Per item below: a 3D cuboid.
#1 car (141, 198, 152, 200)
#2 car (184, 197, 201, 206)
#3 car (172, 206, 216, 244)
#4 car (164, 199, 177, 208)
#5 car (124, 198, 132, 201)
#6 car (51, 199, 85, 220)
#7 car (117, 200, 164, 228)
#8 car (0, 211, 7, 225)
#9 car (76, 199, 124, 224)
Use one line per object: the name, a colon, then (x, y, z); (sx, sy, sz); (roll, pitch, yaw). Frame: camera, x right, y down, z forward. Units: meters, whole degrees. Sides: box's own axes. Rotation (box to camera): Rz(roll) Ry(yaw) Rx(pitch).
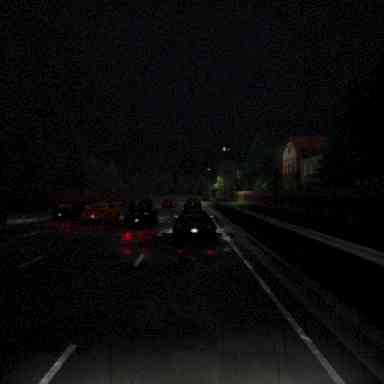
car: (-6.894, 1.631, 50.367); (1.837, 1.490, 4.892); (0, 0, 0)
car: (0.103, 1.458, 42.501); (2.097, 1.767, 4.553); (0, 0, 0)
car: (0.102, 1.605, 16.073); (1.994, 1.385, 4.181); (0, 0, 0)
car: (-3.394, 1.690, 50.321); (1.994, 1.385, 4.181); (0, 0, 0)
car: (-10.394, 1.697, 53.490); (1.994, 1.385, 4.181); (0, 0, 0)
car: (-10.394, 1.596, 28.447); (1.812, 1.442, 4.674); (0, 0, 0)
car: (-3.399, 1.549, 22.934); (2.128, 1.511, 4.902); (0, 0, 0)
car: (-13.898, 1.545, 21.411); (2.128, 1.511, 4.902); (0, 0, 0)
car: (-6.897, 1.541, 25.559); (1.882, 1.535, 5.008); (0, 0, 0)
